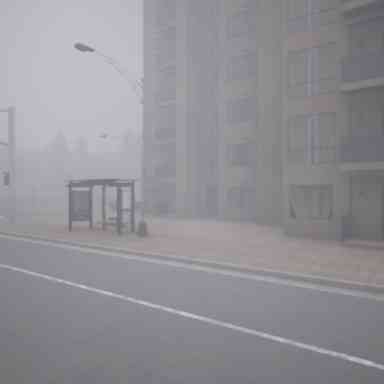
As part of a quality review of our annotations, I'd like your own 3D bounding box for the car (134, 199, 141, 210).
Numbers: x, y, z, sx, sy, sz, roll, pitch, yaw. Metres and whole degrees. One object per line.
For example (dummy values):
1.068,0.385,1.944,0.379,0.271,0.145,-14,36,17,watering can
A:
-7.531,1.410,39.224,1.837,1.490,4.892,0,0,37,car
